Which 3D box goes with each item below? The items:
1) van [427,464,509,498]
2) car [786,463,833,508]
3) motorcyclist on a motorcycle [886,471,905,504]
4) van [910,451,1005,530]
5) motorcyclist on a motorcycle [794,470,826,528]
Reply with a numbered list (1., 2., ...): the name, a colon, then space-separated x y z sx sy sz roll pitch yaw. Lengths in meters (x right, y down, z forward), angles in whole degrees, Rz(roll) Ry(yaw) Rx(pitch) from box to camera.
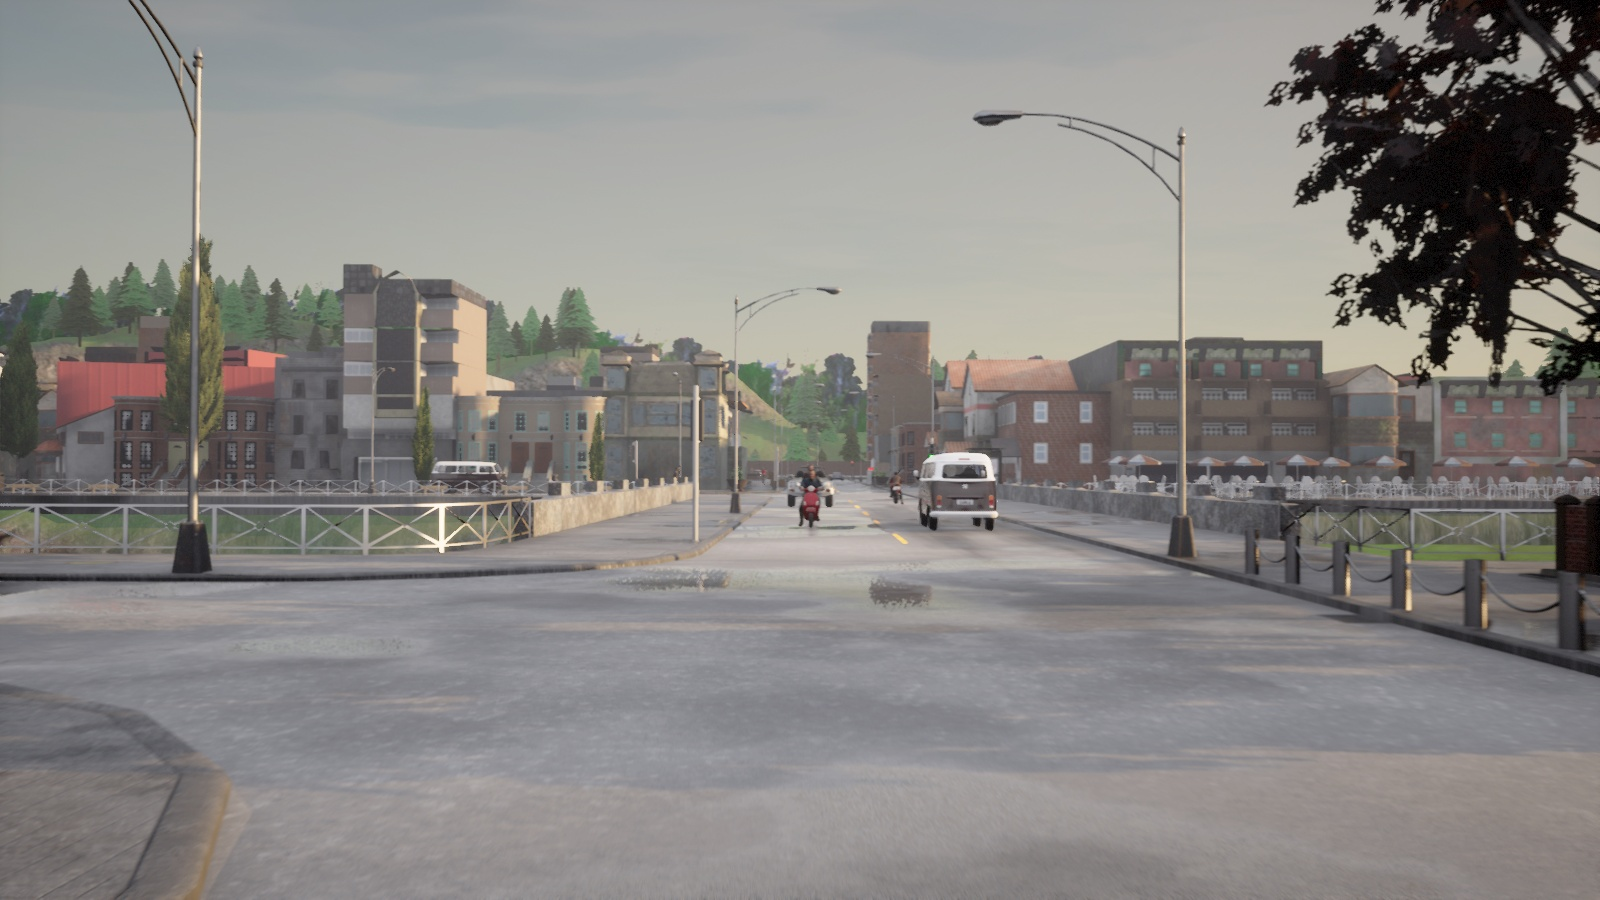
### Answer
1. van: -20.353 1.896 77.116 4.480 2.038 2.069 0 -1 0
2. car: 0.426 1.526 54.487 1.932 1.855 4.605 0 -1 0
3. motorcyclist on a motorcycle: 4.448 1.742 58.614 0.797 1.523 2.044 0 -1 1
4. van: 4.274 1.091 34.736 2.069 2.038 4.480 0 -1 0
5. motorcyclist on a motorcycle: 0.304 1.345 35.141 0.866 1.590 1.817 0 -1 1
